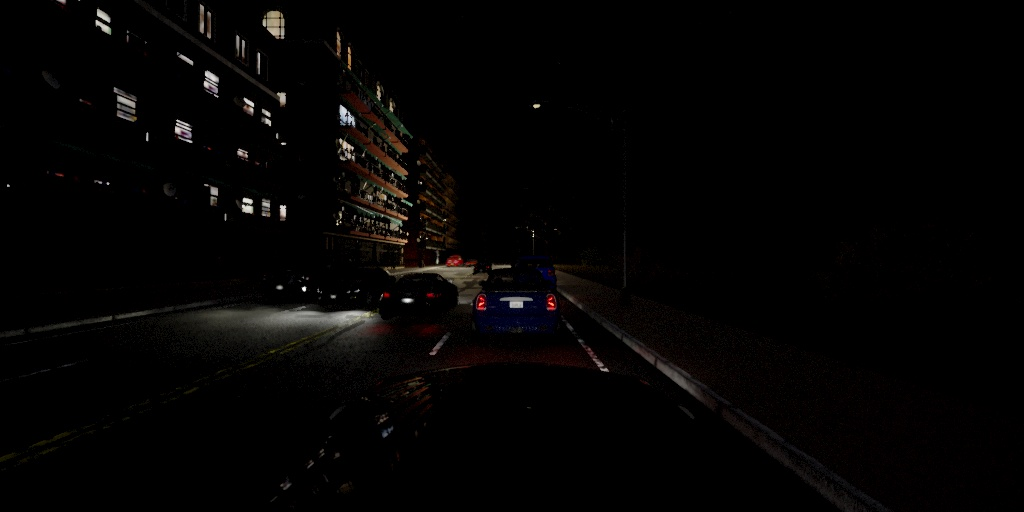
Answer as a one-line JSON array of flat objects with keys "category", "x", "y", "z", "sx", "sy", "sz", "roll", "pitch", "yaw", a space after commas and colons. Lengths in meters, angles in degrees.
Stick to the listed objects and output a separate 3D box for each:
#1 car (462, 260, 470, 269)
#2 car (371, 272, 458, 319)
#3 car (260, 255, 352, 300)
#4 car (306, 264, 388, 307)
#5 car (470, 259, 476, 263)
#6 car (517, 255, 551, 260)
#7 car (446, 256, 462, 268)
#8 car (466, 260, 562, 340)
[{"category": "car", "x": -6.578, "y": 1.276, "z": 58.739, "sx": 1.812, "sy": 1.442, "sz": 4.674, "roll": 0, "pitch": 0, "yaw": 0}, {"category": "car", "x": -3.151, "y": 1.316, "z": 12.813, "sx": 1.994, "sy": 1.385, "sz": 4.181, "roll": 0, "pitch": 0, "yaw": 0}, {"category": "car", "x": -9.848, "y": 0.973, "z": 17.960, "sx": 2.150, "sy": 2.045, "sz": 5.566, "roll": 0, "pitch": 0, "yaw": 0}, {"category": "car", "x": -6.603, "y": 1.257, "z": 15.687, "sx": 1.837, "sy": 1.490, "sz": 4.892, "roll": 0, "pitch": 0, "yaw": 0}, {"category": "car", "x": -3.149, "y": 1.277, "z": 39.112, "sx": 1.812, "sy": 1.442, "sz": 4.674, "roll": 0, "pitch": 0, "yaw": 0}, {"category": "car", "x": 1.137, "y": 0.977, "z": 19.697, "sx": 2.150, "sy": 2.045, "sz": 5.566, "roll": 0, "pitch": 0, "yaw": 0}, {"category": "car", "x": -9.814, "y": 0.974, "z": 61.661, "sx": 2.150, "sy": 2.045, "sz": 5.566, "roll": 0, "pitch": 0, "yaw": 0}, {"category": "car", "x": 0.098, "y": 1.103, "z": 10.122, "sx": 2.097, "sy": 1.767, "sz": 4.553, "roll": 0, "pitch": 0, "yaw": 0}]
